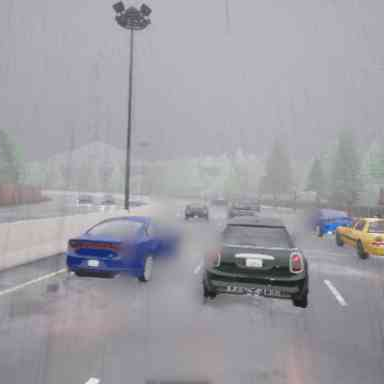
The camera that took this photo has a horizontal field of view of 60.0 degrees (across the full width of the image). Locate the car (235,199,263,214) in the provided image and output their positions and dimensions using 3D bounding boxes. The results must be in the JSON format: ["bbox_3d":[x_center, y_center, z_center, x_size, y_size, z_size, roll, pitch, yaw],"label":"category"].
[{"bbox_3d":[6.950,1.711,41.150,2.128,1.511,4.902,2,0,-7],"label":"car"}]

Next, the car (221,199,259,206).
[{"bbox_3d":[3.846,1.612,27.108,2.128,1.511,4.902,2,0,2],"label":"car"}]

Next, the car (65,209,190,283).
[{"bbox_3d":[-1.639,1.426,9.719,1.882,1.535,5.008,2,0,12],"label":"car"}]

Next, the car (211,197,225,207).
[{"bbox_3d":[4.573,1.621,55.698,1.882,1.535,5.008,2,0,-14],"label":"car"}]

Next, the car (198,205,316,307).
[{"bbox_3d":[1.662,1.404,8.512,2.097,1.767,4.553,2,0,12],"label":"car"}]

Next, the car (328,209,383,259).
[{"bbox_3d":[7.241,1.683,13.371,1.801,1.575,5.366,2,0,9],"label":"car"}]

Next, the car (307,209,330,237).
[{"bbox_3d":[8.022,1.730,19.714,1.882,1.535,5.008,2,0,5],"label":"car"}]

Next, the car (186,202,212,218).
[{"bbox_3d":[0.408,1.614,28.028,1.895,1.301,4.718,2,0,1],"label":"car"}]
